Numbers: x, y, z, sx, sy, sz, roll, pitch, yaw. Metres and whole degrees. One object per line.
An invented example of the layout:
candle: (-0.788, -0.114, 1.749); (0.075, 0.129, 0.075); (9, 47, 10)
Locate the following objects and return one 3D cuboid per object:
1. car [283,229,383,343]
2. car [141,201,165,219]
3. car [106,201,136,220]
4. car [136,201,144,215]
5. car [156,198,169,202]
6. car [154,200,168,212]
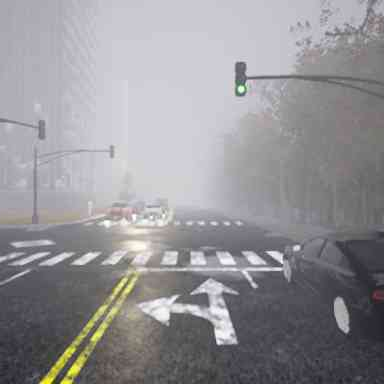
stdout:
car: (3.304, 1.507, 6.776); (1.882, 1.535, 5.008); (-4, 0, 0)
car: (-4.064, 1.993, 35.114); (1.812, 1.442, 4.674); (0, -1, -5)
car: (-7.266, 1.800, 33.615); (2.097, 1.767, 4.553); (0, -1, -2)
car: (-7.619, 2.128, 42.234); (1.994, 1.385, 4.181); (0, -1, -2)
car: (-5.103, 1.973, 56.007); (2.150, 2.045, 5.566); (0, -1, -3)
car: (-4.474, 2.116, 44.206); (1.812, 1.442, 4.674); (0, -1, -3)
